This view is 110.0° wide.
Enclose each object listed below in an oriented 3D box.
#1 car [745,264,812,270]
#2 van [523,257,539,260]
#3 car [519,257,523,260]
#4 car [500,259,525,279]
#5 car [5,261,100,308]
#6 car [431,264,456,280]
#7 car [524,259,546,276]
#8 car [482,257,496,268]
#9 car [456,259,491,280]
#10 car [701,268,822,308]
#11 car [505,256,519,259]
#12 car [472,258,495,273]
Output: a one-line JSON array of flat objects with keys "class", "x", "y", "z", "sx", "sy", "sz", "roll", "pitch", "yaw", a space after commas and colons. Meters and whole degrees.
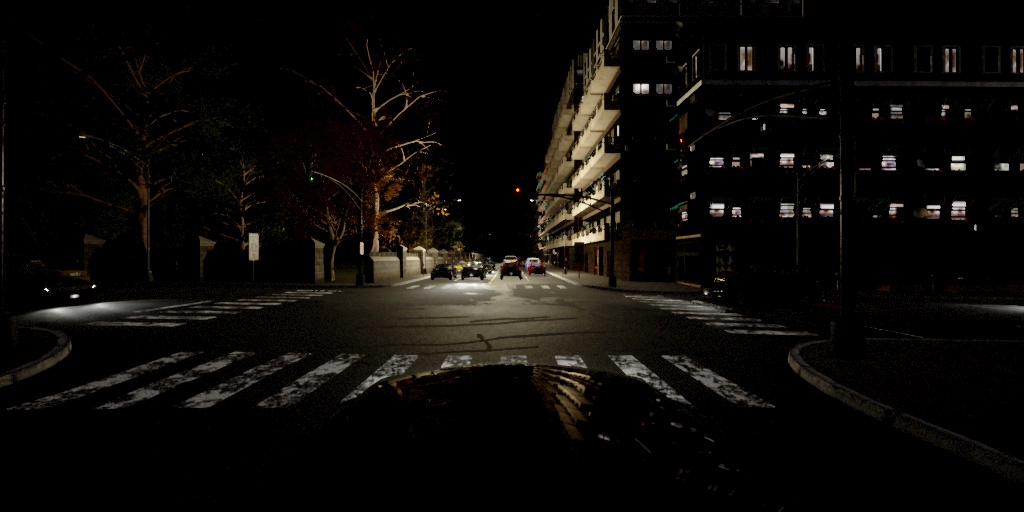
[{"class": "car", "x": 13.359, "y": 1.353, "z": 18.998, "sx": 5.009, "sy": 1.841, "sz": 2.192, "roll": 0, "pitch": 0, "yaw": -1}, {"class": "van", "x": 2.472, "y": 1.115, "z": 42.541, "sx": 1.690, "sy": 1.789, "sz": 3.998, "roll": 0, "pitch": 0, "yaw": 0}, {"class": "car", "x": 2.411, "y": 1.229, "z": 53.801, "sx": 1.967, "sy": 1.591, "sz": 4.097, "roll": 0, "pitch": 0, "yaw": 0}, {"class": "car", "x": -0.073, "y": 1.290, "z": 32.566, "sx": 1.812, "sy": 1.442, "sz": 4.674, "roll": 0, "pitch": 0, "yaw": 0}, {"class": "car", "x": -18.225, "y": 0.996, "z": 12.736, "sx": 5.357, "sy": 1.411, "sz": 2.033, "roll": 1, "pitch": 0, "yaw": -1}, {"class": "car", "x": -5.847, "y": 1.329, "z": 31.235, "sx": 1.948, "sy": 1.339, "sz": 4.313, "roll": 0, "pitch": 0, "yaw": 0}, {"class": "car", "x": 2.503, "y": 1.314, "z": 36.910, "sx": 1.888, "sy": 1.381, "sz": 4.507, "roll": 0, "pitch": 0, "yaw": 0}, {"class": "car", "x": -3.357, "y": 1.278, "z": 51.776, "sx": 2.128, "sy": 1.511, "sz": 4.902, "roll": 0, "pitch": 0, "yaw": 0}, {"class": "car", "x": -3.250, "y": 1.255, "z": 31.066, "sx": 2.128, "sy": 1.511, "sz": 4.902, "roll": 0, "pitch": 0, "yaw": 0}, {"class": "car", "x": 11.271, "y": 1.495, "z": 16.378, "sx": 4.892, "sy": 1.490, "sz": 1.837, "roll": 1, "pitch": 0, "yaw": -1}, {"class": "car", "x": -0.184, "y": 1.013, "z": 54.569, "sx": 2.150, "sy": 2.045, "sz": 5.566, "roll": 0, "pitch": 0, "yaw": 0}, {"class": "car", "x": -3.307, "y": 1.278, "z": 41.364, "sx": 1.837, "sy": 1.490, "sz": 4.892, "roll": 0, "pitch": 0, "yaw": 0}]
